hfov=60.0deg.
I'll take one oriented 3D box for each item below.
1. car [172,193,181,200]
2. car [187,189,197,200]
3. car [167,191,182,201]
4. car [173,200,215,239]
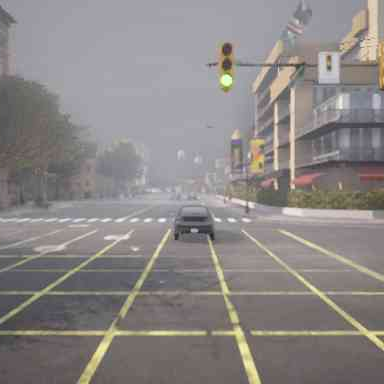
[{"bbox_3d":[-3.493,0.925,76.658,1.837,1.490,4.892,0,0,0],"label":"car"},{"bbox_3d":[0.006,0.841,67.907,2.097,1.767,4.553,0,0,0],"label":"car"},{"bbox_3d":[-3.394,1.051,66.071,2.033,1.411,5.357,0,0,0],"label":"car"},{"bbox_3d":[0.102,1.379,16.605,1.837,1.490,4.892,0,0,0],"label":"car"}]
